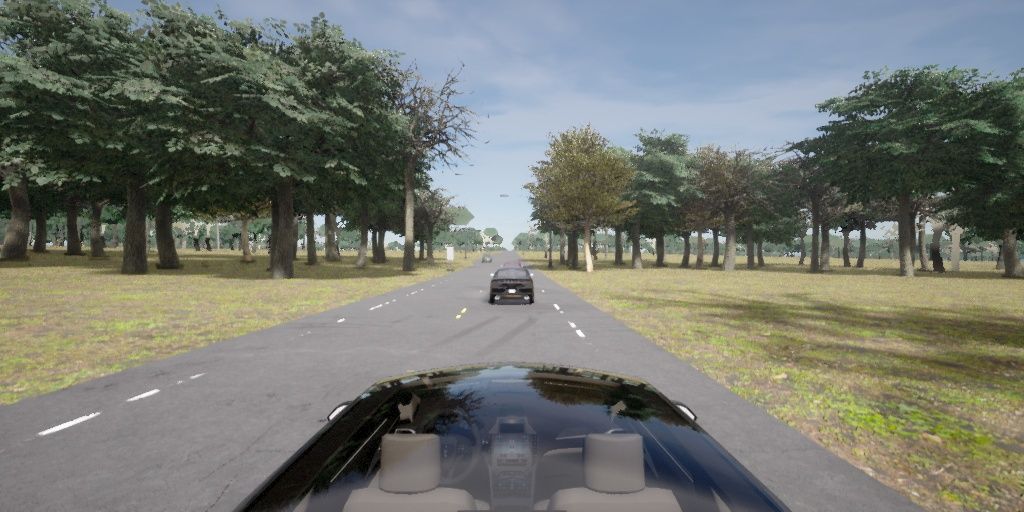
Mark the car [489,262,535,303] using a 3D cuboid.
[{"bbox_3d":[0.000,1.223,16.500,1.882,1.535,5.008,0,0,0],"label":"car"}]
